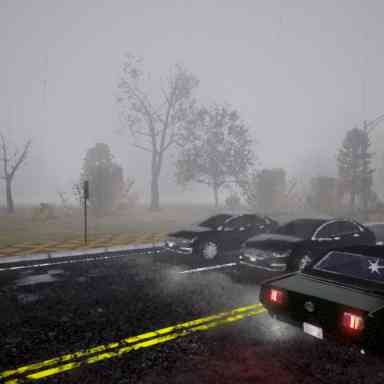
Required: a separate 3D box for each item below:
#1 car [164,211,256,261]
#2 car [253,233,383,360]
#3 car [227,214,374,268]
[{"bbox_3d":[1.308,1.503,12.395,4.892,1.490,1.837,0,0,-34],"label":"car"},{"bbox_3d":[3.480,1.600,5.790,4.718,1.301,1.895,0,0,-35],"label":"car"},{"bbox_3d":[3.610,1.503,10.029,4.892,1.490,1.837,0,0,-34],"label":"car"}]
